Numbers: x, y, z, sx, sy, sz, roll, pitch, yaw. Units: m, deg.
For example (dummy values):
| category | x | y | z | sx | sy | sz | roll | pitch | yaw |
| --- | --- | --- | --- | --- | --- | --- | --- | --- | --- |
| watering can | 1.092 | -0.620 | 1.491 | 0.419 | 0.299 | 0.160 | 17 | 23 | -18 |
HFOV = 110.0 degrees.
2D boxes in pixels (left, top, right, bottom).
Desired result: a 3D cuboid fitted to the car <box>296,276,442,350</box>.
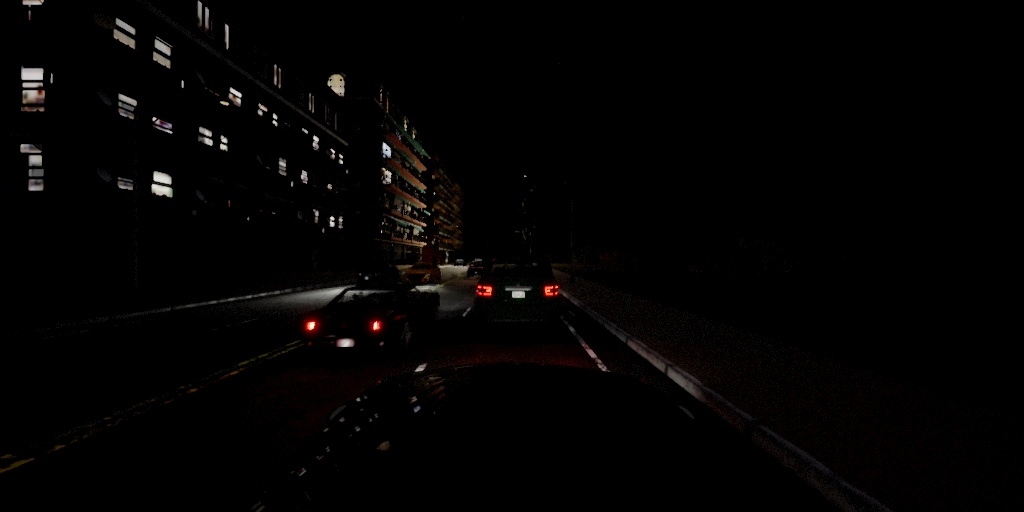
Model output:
| category | x | y | z | sx | sy | sz | roll | pitch | yaw |
| --- | --- | --- | --- | --- | --- | --- | --- | --- | --- |
| car | -3.146 | 1.351 | 9.013 | 1.895 | 1.301 | 4.718 | 0 | 0 | 0 |

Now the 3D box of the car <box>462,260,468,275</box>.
| category | x | y | z | sx | sy | sz | roll | pitch | yaw |
| --- | --- | --- | --- | --- | --- | --- | --- | --- | --- |
| car | -3.126 | 1.243 | 34.256 | 2.128 | 1.511 | 4.902 | 0 | 0 | 0 |

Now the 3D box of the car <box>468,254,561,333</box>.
| category | x | y | z | sx | sy | sz | roll | pitch | yaw |
| --- | --- | --- | --- | --- | --- | --- | --- | --- | --- |
| car | 0.111 | 0.972 | 10.844 | 2.150 | 2.045 | 5.566 | 0 | 0 | -1 |

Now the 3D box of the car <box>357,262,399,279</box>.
| category | x | y | z | sx | sy | sz | roll | pitch | yaw |
| --- | --- | --- | --- | --- | --- | --- | --- | --- | --- |
| car | -9.832 | 1.242 | 26.713 | 2.128 | 1.511 | 4.902 | 0 | 0 | 0 |

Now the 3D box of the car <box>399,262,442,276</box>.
| category | x | y | z | sx | sy | sz | roll | pitch | yaw |
| --- | --- | --- | --- | --- | --- | --- | --- | --- | --- |
| car | -6.581 | 1.228 | 26.946 | 1.882 | 1.535 | 5.008 | 0 | 0 | 0 |
